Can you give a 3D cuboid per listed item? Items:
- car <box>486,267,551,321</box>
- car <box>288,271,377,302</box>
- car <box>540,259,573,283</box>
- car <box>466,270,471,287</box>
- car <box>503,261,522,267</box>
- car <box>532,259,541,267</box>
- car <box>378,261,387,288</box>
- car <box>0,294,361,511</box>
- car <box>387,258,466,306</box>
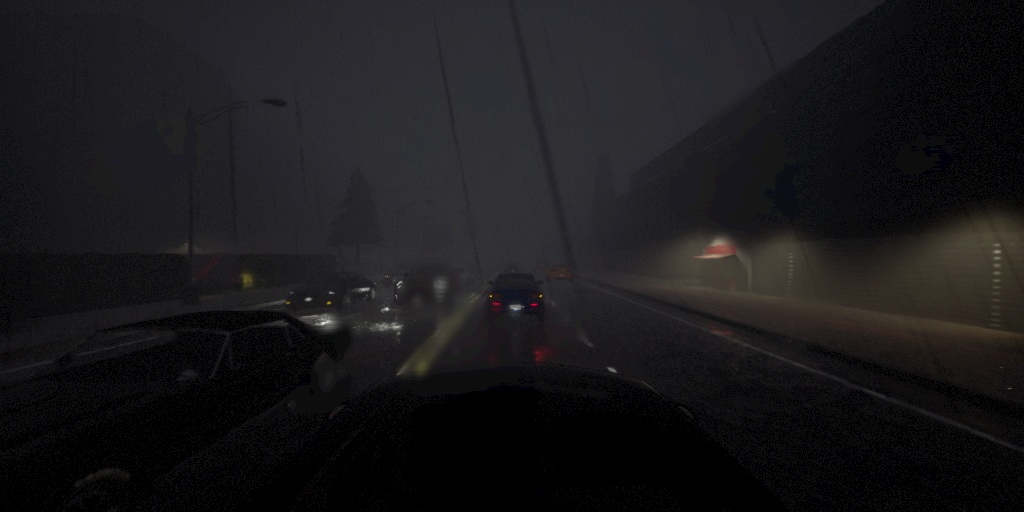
[{"bbox_3d":[0.116,1.275,12.359,1.812,1.442,4.674,0,0,0],"label":"car"},{"bbox_3d":[-7.024,1.314,14.379,1.994,1.385,4.181,0,0,0],"label":"car"},{"bbox_3d":[3.583,1.224,28.317,1.882,1.535,5.008,0,0,0],"label":"car"},{"bbox_3d":[-3.565,1.274,21.543,1.812,1.442,4.674,0,0,0],"label":"car"},{"bbox_3d":[0.093,1.272,36.584,1.812,1.442,4.674,0,0,0],"label":"car"},{"bbox_3d":[3.582,1.097,44.580,2.097,1.767,4.553,0,0,0],"label":"car"},{"bbox_3d":[-7.033,1.240,24.123,2.128,1.511,4.902,0,0,1],"label":"car"},{"bbox_3d":[-3.598,1.351,3.820,1.895,1.301,4.718,0,0,0],"label":"car"},{"bbox_3d":[-3.506,1.100,15.635,2.097,1.767,4.553,0,0,0],"label":"car"}]
